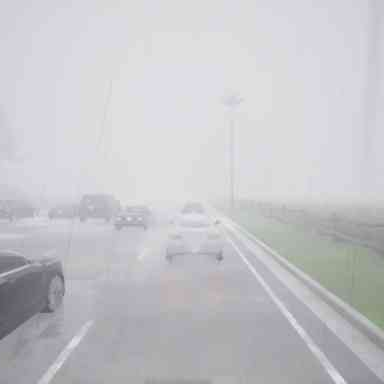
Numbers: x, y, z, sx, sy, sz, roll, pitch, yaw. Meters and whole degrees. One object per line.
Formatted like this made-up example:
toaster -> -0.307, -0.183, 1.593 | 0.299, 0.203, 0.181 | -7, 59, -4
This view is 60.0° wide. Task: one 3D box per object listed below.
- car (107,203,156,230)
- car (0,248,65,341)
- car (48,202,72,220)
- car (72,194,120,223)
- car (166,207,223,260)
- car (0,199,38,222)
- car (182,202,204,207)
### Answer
car -> -3.434, 1.520, 20.710 | 2.033, 1.411, 5.357 | 0, 0, 0
car -> -3.441, 1.486, 4.708 | 2.128, 1.511, 4.902 | 0, 0, 0
car -> -10.407, 1.527, 28.023 | 1.994, 1.385, 4.181 | 0, 0, 0
car -> -6.910, 1.189, 25.469 | 2.150, 2.045, 5.566 | 0, 0, 0
car -> 0.085, 1.509, 12.292 | 1.812, 1.442, 4.674 | 0, 0, 0
car -> -13.912, 1.317, 25.876 | 2.097, 1.767, 4.553 | 0, 0, 0
car -> 0.093, 1.527, 28.285 | 1.994, 1.385, 4.181 | 0, 0, 0
